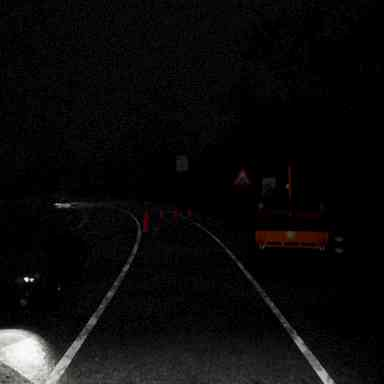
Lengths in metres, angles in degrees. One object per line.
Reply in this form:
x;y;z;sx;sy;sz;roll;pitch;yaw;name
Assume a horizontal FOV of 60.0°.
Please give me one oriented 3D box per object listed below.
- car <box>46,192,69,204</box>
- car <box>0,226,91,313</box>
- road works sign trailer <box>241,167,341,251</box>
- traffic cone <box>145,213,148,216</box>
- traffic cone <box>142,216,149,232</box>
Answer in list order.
-18.992;0.804;46.689;2.128;1.511;4.902;-6;3;-42;car
-3.664;1.501;7.495;1.994;1.385;4.181;0;1;-4;car
2.902;0.634;9.863;2.380;2.880;3.560;-1;2;17;road works sign trailer
-2.565;1.589;18.437;0.340;0.580;0.340;-1;2;-7;traffic cone
-2.315;1.646;16.456;0.340;0.580;0.340;-1;2;-7;traffic cone
